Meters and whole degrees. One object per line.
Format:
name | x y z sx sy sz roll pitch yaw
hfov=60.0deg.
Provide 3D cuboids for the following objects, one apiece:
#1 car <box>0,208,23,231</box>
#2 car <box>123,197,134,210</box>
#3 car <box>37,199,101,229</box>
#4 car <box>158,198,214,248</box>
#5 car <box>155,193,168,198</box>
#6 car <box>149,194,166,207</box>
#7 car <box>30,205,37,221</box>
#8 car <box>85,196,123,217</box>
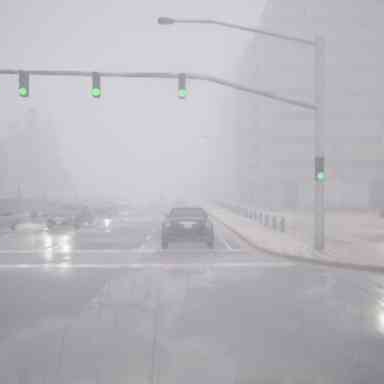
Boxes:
car | -11.035 1.564 17.829 1.895 1.301 4.718 0 0 -2
car | -8.382 1.416 41.026 1.882 1.535 5.008 0 0 -2
car | -7.671 1.455 21.365 2.128 1.511 4.902 0 0 -2
car | -0.233 1.333 14.944 2.097 1.767 4.553 0 0 -2
car | -5.524 1.142 58.329 2.150 2.045 5.566 0 0 -2
car | -5.141 1.458 48.600 1.812 1.442 4.674 0 0 -2
car | -11.395 1.443 27.134 2.128 1.511 4.902 0 0 -2
car | -8.029 1.429 30.725 1.882 1.535 5.008 0 0 -2
